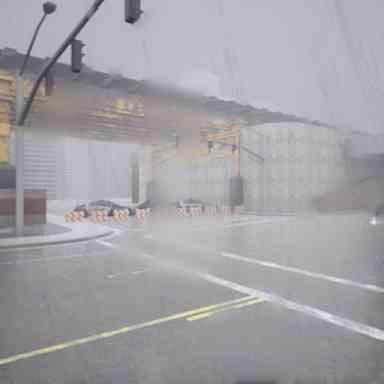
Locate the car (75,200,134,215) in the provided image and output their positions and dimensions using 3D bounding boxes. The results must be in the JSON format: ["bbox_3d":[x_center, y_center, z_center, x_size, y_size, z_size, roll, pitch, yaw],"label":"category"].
[{"bbox_3d":[-7.551,1.291,28.840,4.536,1.218,1.853,0,0,8],"label":"car"}]

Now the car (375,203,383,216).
[{"bbox_3d":[19.185,1.466,31.475,5.008,1.535,1.882,0,0,-37],"label":"car"}]

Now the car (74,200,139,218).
[{"bbox_3d":[-7.500,1.449,28.834,4.974,1.542,2.038,0,0,8],"label":"car"}]

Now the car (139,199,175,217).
[{"bbox_3d":[-3.757,1.447,31.522,2.038,1.542,4.974,0,0,18],"label":"car"}]

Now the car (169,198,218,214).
[{"bbox_3d":[0.150,1.446,35.285,4.974,1.542,2.038,0,0,-7],"label":"car"}]

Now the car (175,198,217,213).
[{"bbox_3d":[0.098,1.288,35.279,4.536,1.218,1.853,0,0,-7],"label":"car"}]

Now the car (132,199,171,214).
[{"bbox_3d":[-3.742,1.290,31.571,1.853,1.218,4.536,0,0,18],"label":"car"}]
